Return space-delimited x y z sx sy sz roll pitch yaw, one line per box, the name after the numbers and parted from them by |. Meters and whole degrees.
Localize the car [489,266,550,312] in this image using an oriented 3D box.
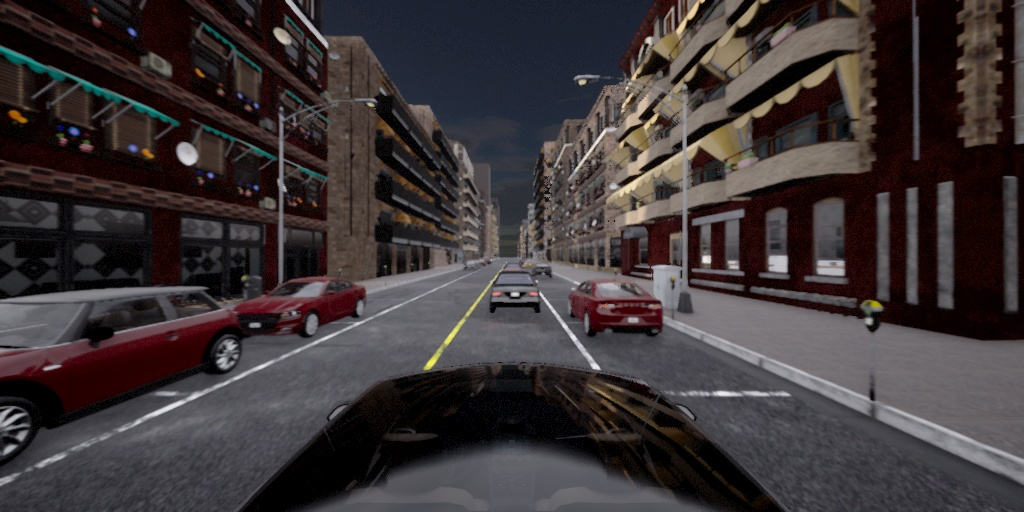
0.098 1.282 14.067 2.033 1.411 5.357 0 0 0 | car

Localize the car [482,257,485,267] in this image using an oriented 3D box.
-5.702 1.230 55.279 2.007 1.370 4.403 0 0 0 | car

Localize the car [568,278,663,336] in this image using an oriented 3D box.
2.688 1.285 10.187 1.888 1.381 4.507 0 0 0 | car

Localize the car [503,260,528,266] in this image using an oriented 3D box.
0.094 1.276 31.794 1.994 1.385 4.181 0 0 0 | car

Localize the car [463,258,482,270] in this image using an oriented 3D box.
-5.700 1.238 49.642 2.007 1.370 4.403 0 0 0 | car

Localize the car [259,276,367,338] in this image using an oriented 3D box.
-5.692 1.284 10.190 1.888 1.381 4.507 0 0 0 | car

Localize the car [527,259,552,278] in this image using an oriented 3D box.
2.684 1.261 32.731 2.007 1.370 4.403 0 0 0 | car

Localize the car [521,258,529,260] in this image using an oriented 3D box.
2.680 1.206 55.446 1.751 1.417 4.829 0 0 0 | car

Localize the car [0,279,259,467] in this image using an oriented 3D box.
-5.692 1.186 4.552 1.967 1.591 4.097 0 0 0 | car
